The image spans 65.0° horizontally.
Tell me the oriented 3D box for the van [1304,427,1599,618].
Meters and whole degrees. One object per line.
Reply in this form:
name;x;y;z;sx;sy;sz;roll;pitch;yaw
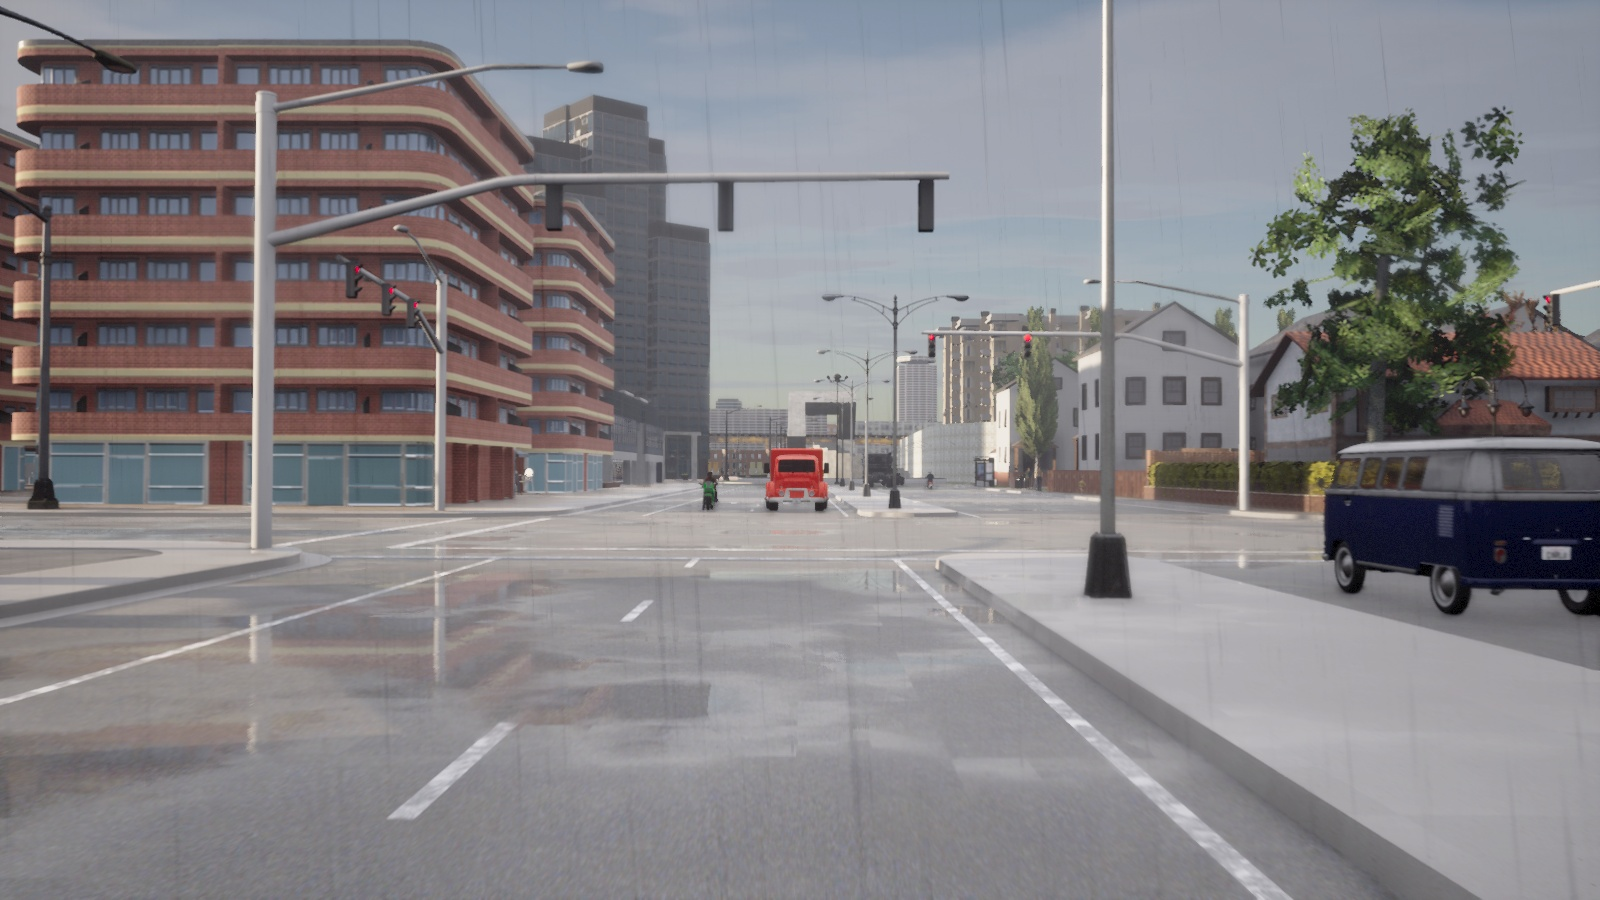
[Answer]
van;7.962;0.792;15.354;1.775;1.987;4.442;0;-1;0

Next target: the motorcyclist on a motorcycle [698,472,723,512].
motorcyclist on a motorcycle;-3.526;1.642;49.642;0.797;1.523;2.044;0;-1;2

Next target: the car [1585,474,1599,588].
car;11.464;1.032;15.017;1.845;1.501;3.633;0;-1;0

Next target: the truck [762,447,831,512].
truck;-0.124;1.176;50.671;2.627;2.467;5.204;0;-1;0
